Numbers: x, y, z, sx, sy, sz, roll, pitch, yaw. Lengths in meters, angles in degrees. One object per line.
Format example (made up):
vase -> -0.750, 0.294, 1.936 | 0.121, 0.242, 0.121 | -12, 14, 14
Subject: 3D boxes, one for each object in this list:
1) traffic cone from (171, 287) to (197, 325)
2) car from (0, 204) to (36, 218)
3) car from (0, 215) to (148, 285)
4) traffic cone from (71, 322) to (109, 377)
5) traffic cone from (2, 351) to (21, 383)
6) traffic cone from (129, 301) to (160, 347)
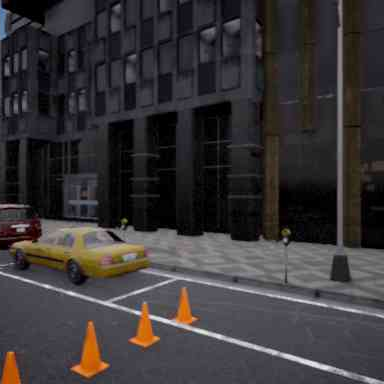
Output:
traffic cone -> -0.146, 1.985, 5.920 | 0.340, 0.580, 0.340 | 0, 0, 36
car -> -7.700, 1.372, 12.625 | 5.009, 1.841, 2.192 | 0, 0, 36
car -> -3.422, 1.571, 9.551 | 4.829, 1.417, 1.752 | 0, 0, 36
traffic cone -> -1.313, 1.976, 4.295 | 0.340, 0.580, 0.340 | 0, 0, 36
traffic cone -> -1.896, 1.972, 3.483 | 0.340, 0.580, 0.340 | 0, 0, 36
traffic cone -> -0.729, 1.981, 5.107 | 0.340, 0.580, 0.340 | 0, 0, 36
